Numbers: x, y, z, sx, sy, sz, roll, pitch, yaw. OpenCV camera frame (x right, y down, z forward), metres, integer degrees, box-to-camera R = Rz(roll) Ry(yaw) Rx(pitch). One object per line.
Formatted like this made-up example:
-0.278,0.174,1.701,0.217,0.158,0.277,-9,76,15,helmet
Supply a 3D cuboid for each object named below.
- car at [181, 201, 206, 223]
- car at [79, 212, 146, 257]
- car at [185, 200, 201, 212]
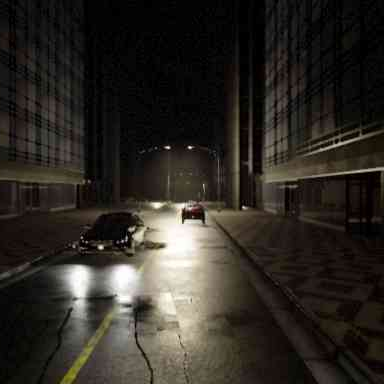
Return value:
0.092,1.693,27.364,2.128,1.511,4.902,0,0,0,car
-3.005,1.598,13.389,1.837,1.490,4.892,0,0,0,car
0.087,1.905,45.253,2.033,1.411,5.357,0,-1,0,car
